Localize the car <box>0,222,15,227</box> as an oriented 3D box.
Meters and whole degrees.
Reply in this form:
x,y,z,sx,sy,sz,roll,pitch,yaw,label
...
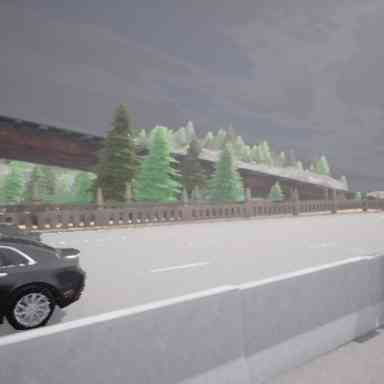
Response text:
x,y,z,sx,sy,sz,roll,pitch,yaw,label
-6.261,1.501,8.124,4.892,1.490,1.837,0,0,-35,car

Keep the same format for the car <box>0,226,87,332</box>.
x,y,z,sx,sy,sz,roll,pitch,yaw,label
-4.223,1.501,5.280,4.892,1.490,1.837,0,0,-36,car

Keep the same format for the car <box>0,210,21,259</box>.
x,y,z,sx,sy,sz,roll,pitch,yaw,label
-8.496,1.473,10.829,5.008,1.535,1.882,0,0,-35,car
